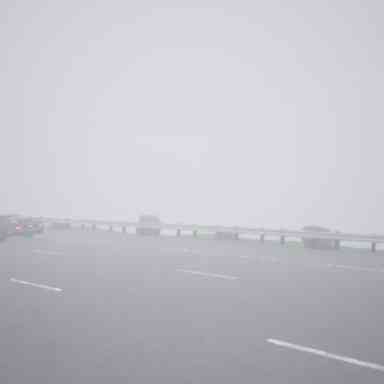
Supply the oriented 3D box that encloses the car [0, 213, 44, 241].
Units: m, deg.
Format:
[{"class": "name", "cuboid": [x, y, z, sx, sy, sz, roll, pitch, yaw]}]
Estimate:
[{"class": "car", "cuboid": [-10.713, 1.873, 18.626, 5.357, 1.411, 2.033, 0, -1, 27]}]
